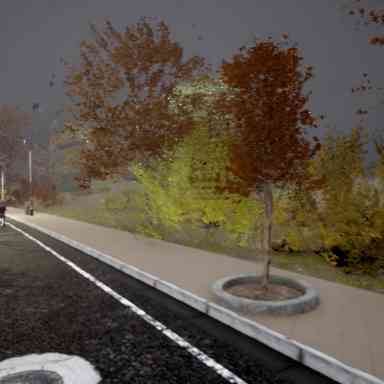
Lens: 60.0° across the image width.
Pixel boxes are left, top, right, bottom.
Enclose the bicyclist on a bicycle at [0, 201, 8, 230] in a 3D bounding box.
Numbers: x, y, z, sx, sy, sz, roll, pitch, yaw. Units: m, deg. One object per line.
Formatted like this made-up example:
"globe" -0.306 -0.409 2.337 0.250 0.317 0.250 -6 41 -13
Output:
"bicyclist on a bicycle" -12.060 1.467 21.136 0.659 1.776 1.843 -1 1 -35
